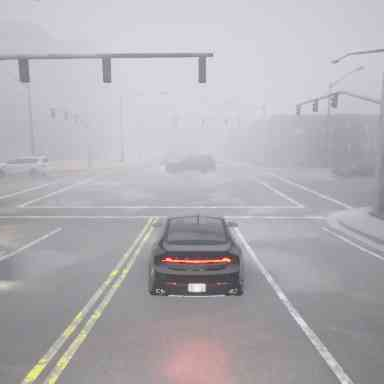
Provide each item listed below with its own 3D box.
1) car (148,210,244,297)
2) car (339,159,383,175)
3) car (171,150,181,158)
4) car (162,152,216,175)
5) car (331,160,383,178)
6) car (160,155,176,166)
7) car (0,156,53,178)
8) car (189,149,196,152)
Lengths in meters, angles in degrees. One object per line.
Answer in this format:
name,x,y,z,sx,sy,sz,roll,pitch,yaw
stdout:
car,0.080,1.201,8.008,1.837,1.490,4.892,0,4,0
car,18.961,-2.732,36.264,4.902,1.511,2.128,0,9,0
car,-3.426,-8.084,70.981,1.882,1.535,5.008,0,9,0
car,-0.118,-3.008,36.304,5.566,2.045,2.150,0,9,0
car,16.677,-2.146,32.826,5.357,1.411,2.033,0,9,2
car,-3.544,-4.888,50.673,2.033,1.411,5.357,0,9,0
car,-16.711,-2.483,32.916,5.566,2.045,2.150,0,9,0
car,0.094,-10.924,89.926,1.994,1.385,4.181,0,9,0
